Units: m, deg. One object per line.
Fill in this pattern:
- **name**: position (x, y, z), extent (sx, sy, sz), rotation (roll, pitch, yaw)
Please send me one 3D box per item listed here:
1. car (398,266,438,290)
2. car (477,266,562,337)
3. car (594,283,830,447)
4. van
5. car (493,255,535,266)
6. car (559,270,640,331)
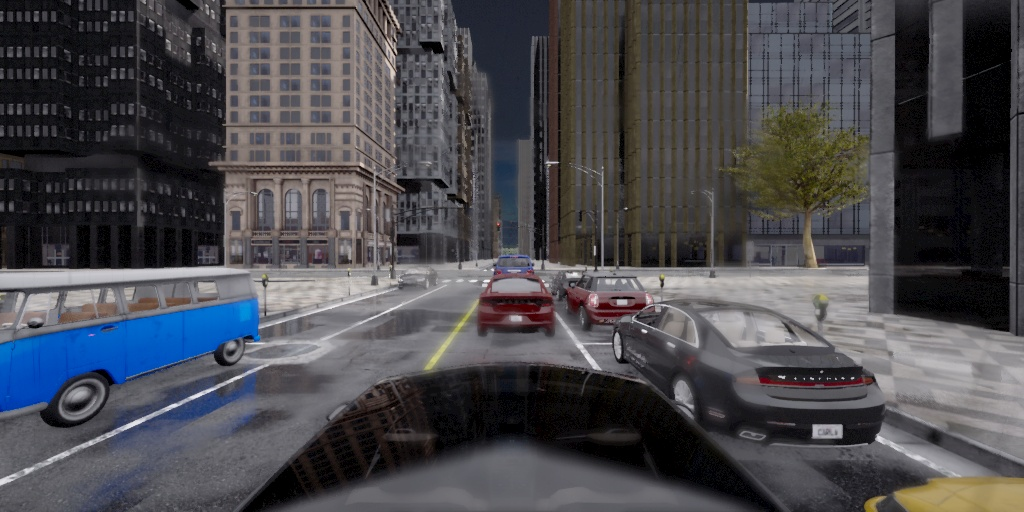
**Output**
- **car**: position (-5.732, 1.296, 22.258), extent (2.007, 1.370, 4.403), rotation (0, 0, 0)
- **car**: position (0.106, 1.226, 10.350), extent (1.882, 1.535, 5.008), rotation (0, 0, 0)
- **car**: position (2.769, 1.300, 5.323), extent (2.007, 1.370, 4.403), rotation (0, 0, 0)
- **van**: position (-5.756, 1.090, 5.335), extent (1.690, 1.789, 3.998), rotation (0, 0, 0)
- **car**: position (0.103, 0.967, 20.234), extent (2.150, 2.045, 5.566), rotation (0, 0, 0)
- **car**: position (2.777, 1.188, 10.965), extent (1.967, 1.591, 4.097), rotation (0, 0, 0)
